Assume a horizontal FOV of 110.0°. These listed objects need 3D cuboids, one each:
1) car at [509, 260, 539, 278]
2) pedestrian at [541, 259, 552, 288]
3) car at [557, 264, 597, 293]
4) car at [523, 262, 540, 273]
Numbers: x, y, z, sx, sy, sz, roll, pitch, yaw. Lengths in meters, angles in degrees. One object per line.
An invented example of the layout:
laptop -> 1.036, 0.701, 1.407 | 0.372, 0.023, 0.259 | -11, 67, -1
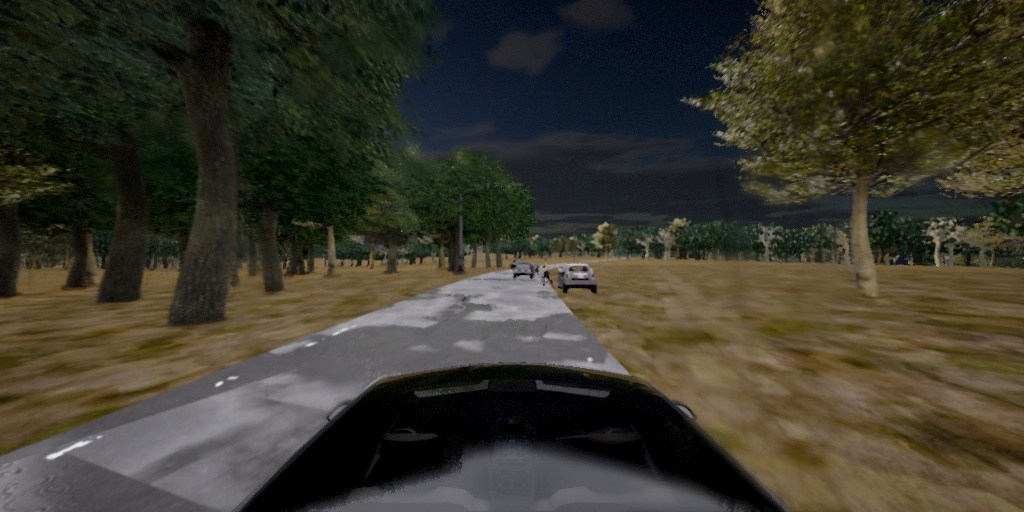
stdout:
car -> 1.213, 1.349, 34.336 | 2.033, 1.411, 5.357 | 0, 0, 7
pedestrian -> 2.150, 1.060, 22.724 | 0.375, 1.860, 0.375 | -1, 1, -12
car -> 3.669, 1.175, 20.634 | 1.970, 1.475, 3.806 | 0, 0, 3
car -> 2.608, 1.494, 47.405 | 1.895, 1.301, 4.718 | 0, 0, 8
